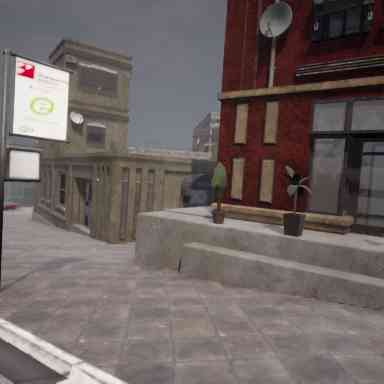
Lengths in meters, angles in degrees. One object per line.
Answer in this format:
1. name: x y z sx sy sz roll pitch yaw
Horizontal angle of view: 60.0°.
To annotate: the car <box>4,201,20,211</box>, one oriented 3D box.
1. car: -27.313 2.015 48.496 1.882 1.535 5.008 4 -2 7
